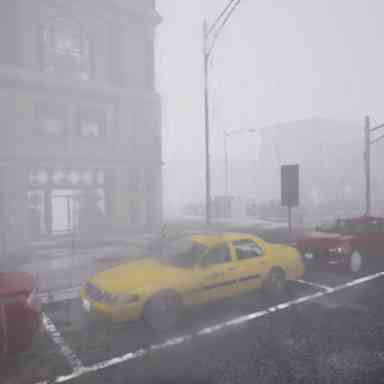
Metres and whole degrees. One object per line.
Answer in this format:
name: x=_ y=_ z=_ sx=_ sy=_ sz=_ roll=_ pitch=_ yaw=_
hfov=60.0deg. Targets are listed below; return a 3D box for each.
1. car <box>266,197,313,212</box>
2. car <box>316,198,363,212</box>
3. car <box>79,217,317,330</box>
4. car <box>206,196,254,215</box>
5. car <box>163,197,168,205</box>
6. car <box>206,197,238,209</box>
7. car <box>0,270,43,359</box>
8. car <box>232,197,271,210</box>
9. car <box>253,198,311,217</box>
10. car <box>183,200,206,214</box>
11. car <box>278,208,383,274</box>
car: x=10.697 y=1.314 z=36.745 sx=1.752 sy=1.417 sz=4.829 roll=-3 pitch=1 yaw=-37
car: x=14.169 y=1.283 z=32.069 sx=1.947 sy=1.339 sz=4.313 roll=-3 pitch=1 yaw=-37
car: x=0.264 y=1.466 z=6.757 sx=4.829 sy=1.417 sz=1.752 roll=-1 pitch=0 yaw=-36
car: x=4.072 y=1.298 z=31.656 sx=2.192 sy=1.841 sz=5.009 roll=-2 pitch=1 yaw=-37
car: x=-6.050 y=1.572 z=59.309 sx=1.967 sy=1.590 sz=4.097 roll=-3 pitch=1 yaw=-37
car: x=4.061 y=1.475 z=45.689 sx=2.008 sy=1.369 sz=4.403 roll=-3 pitch=1 yaw=-37
car: x=-4.107 y=1.565 z=3.632 sx=4.507 sy=1.381 sz=1.887 roll=-1 pitch=0 yaw=-36
car: x=7.328 y=1.383 z=41.285 sx=1.752 sy=1.417 sz=4.829 roll=-3 pitch=1 yaw=-37
car: x=7.446 y=1.354 z=27.117 sx=1.967 sy=1.590 sz=4.097 roll=-2 pitch=1 yaw=-37
car: x=0.711 y=1.603 z=36.199 sx=2.008 sy=1.369 sz=4.403 roll=-2 pitch=1 yaw=-37
car: x=4.912 y=1.401 z=10.079 sx=4.507 sy=1.381 sz=1.887 roll=-1 pitch=0 yaw=-36
